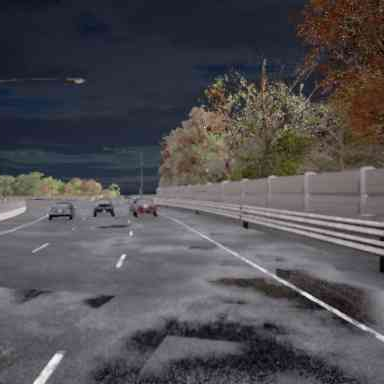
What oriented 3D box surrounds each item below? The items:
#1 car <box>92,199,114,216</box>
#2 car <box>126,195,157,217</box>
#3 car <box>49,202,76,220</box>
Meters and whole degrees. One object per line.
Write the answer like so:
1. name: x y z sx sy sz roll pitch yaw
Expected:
1. car: -8.685 1.503 32.627 1.837 1.490 4.892 0 0 -17
2. car: -4.672 1.326 31.358 2.097 1.767 4.553 0 0 -16
3. car: -11.003 1.568 28.409 2.033 1.411 5.357 0 0 -16
